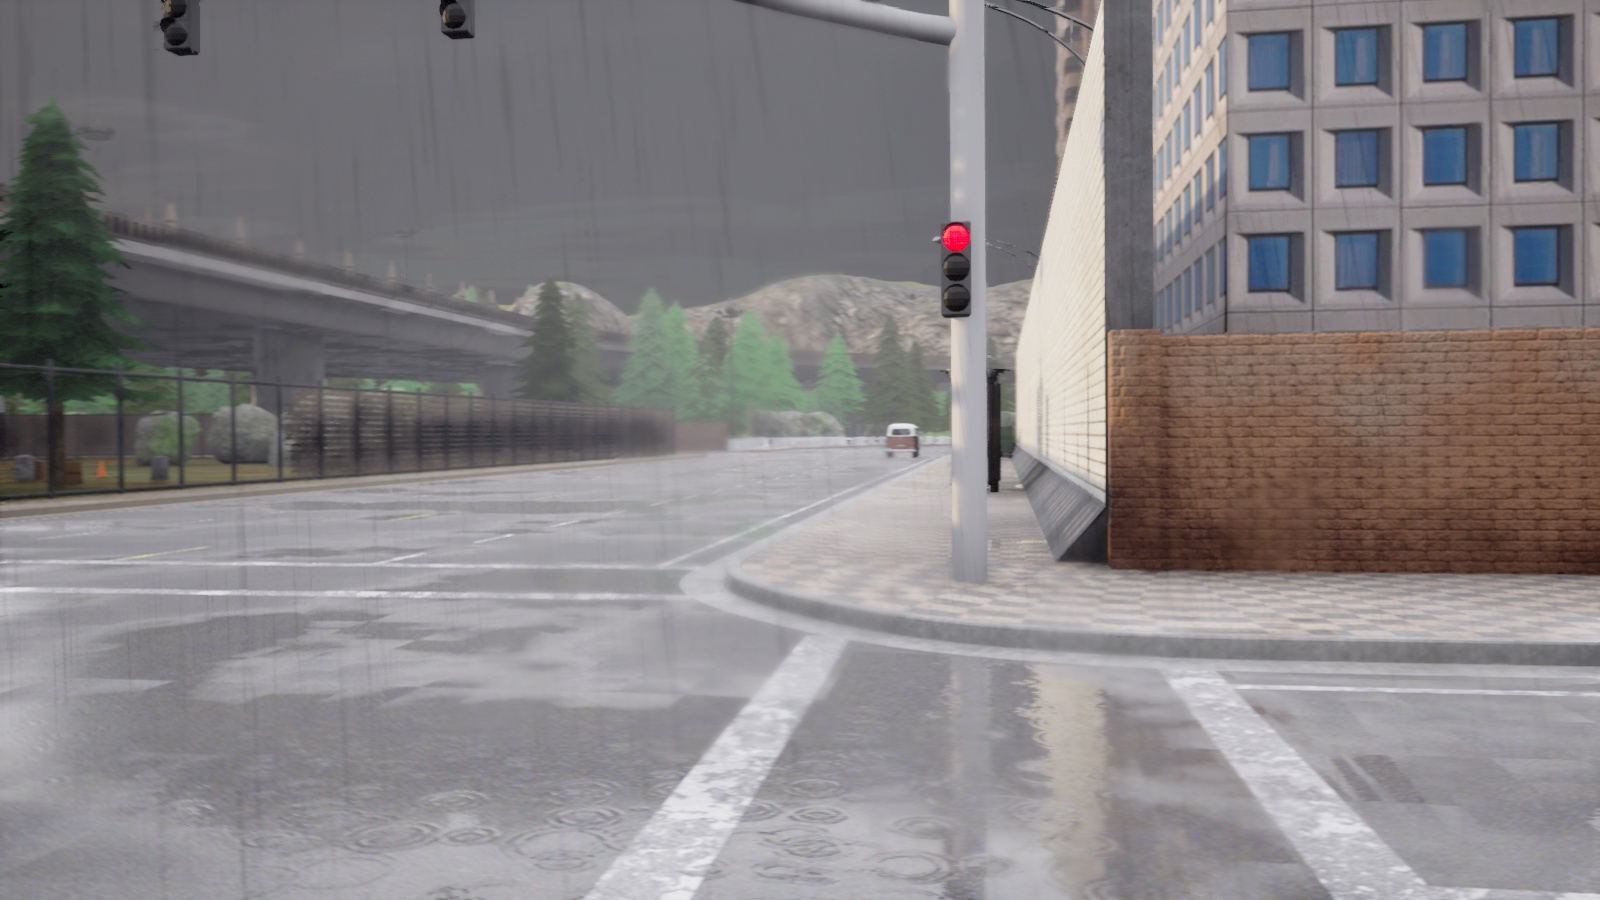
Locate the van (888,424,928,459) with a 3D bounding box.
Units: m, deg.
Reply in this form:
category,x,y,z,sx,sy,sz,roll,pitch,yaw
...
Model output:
category,x,y,z,sx,sy,sz,roll,pitch,yaw
van,6.492,-0.527,75.311,2.069,2.038,4.480,0,1,9
